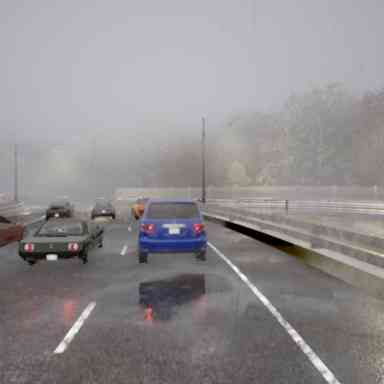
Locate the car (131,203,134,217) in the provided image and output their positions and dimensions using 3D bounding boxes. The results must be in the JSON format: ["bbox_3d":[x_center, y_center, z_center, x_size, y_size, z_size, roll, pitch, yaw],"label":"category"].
[{"bbox_3d":[-4.106,1.339,29.060,2.097,1.767,4.553,0,0,-15],"label":"car"}]

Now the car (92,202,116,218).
[{"bbox_3d":[-7.776,1.564,29.278,1.994,1.385,4.181,0,0,-15],"label":"car"}]

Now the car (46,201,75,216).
[{"bbox_3d":[-11.064,1.519,28.051,1.837,1.490,4.892,0,1,-15],"label":"car"}]

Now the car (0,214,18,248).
[{"bbox_3d":[-7.954,1.542,12.801,1.812,1.442,4.674,0,0,-8],"label":"car"}]

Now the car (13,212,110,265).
[{"bbox_3d":[-4.292,1.605,11.800,1.895,1.301,4.718,0,0,-7],"label":"car"}]

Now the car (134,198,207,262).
[{"bbox_3d":[-0.821,1.214,12.319,2.150,2.045,5.566,0,0,-7],"label":"car"}]
